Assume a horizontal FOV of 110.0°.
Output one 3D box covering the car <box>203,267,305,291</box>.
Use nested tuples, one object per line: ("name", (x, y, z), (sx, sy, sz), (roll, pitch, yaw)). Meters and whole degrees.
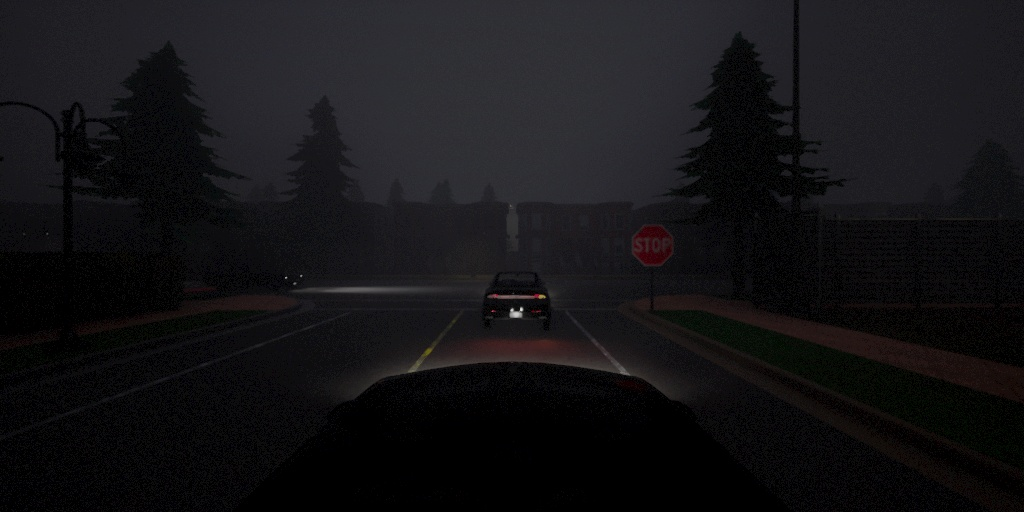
("car", (-14.700, 1.276, 20.661), (4.718, 1.301, 1.895), (0, 0, 0))

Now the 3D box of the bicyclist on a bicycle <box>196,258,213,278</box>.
("bicyclist on a bicycle", (-25.343, 0.950, 29.585), (0.582, 1.620, 1.656), (0, 0, 0))

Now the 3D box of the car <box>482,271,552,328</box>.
("car", (0.174, 1.215, 11.186), (2.128, 1.511, 4.902), (0, 0, 2))
